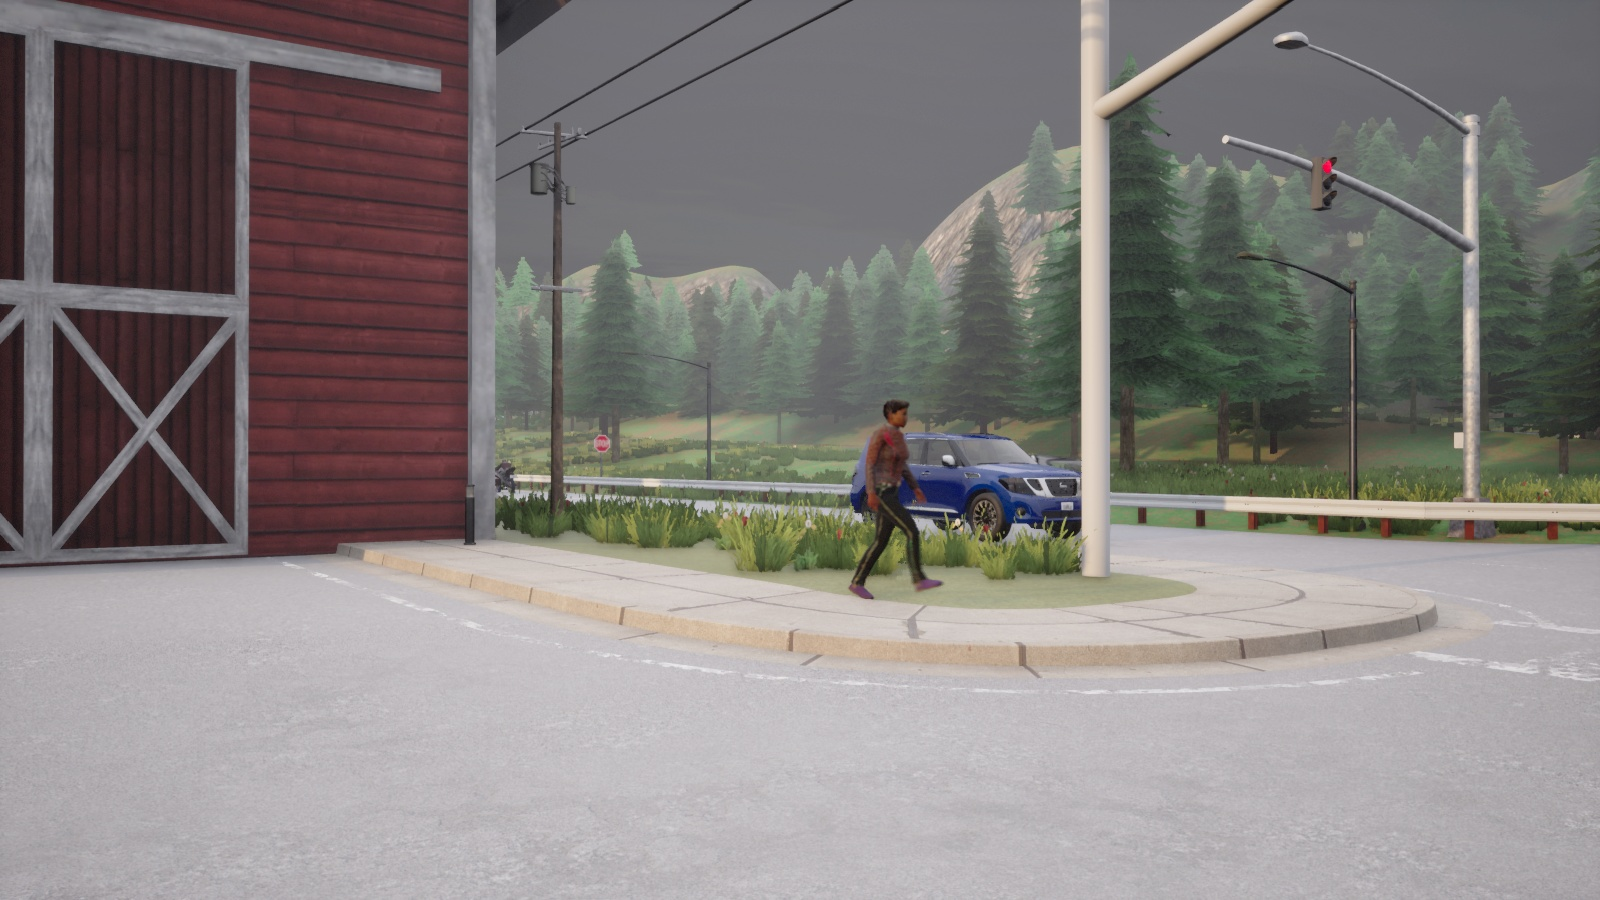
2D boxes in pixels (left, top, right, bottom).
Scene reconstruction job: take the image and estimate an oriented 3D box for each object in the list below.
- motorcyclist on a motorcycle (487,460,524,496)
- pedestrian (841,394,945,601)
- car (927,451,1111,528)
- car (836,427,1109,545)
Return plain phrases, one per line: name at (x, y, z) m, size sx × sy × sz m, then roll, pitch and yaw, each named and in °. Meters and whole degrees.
motorcyclist on a motorcycle at (-12.961, 1.226, 55.141) m, size 0.866 × 1.530 × 2.191 m, roll 0°, pitch 0°, yaw -34°
pedestrian at (0.832, 0.419, 11.292) m, size 0.869 × 1.805 × 0.328 m, roll 0°, pitch 0°, yaw 27°
car at (4.880, 0.843, 28.472) m, size 1.851 × 1.617 × 3.988 m, roll 0°, pitch 0°, yaw -34°
car at (3.207, 0.646, 24.696) m, size 2.150 × 2.045 × 5.566 m, roll 0°, pitch 0°, yaw -34°
